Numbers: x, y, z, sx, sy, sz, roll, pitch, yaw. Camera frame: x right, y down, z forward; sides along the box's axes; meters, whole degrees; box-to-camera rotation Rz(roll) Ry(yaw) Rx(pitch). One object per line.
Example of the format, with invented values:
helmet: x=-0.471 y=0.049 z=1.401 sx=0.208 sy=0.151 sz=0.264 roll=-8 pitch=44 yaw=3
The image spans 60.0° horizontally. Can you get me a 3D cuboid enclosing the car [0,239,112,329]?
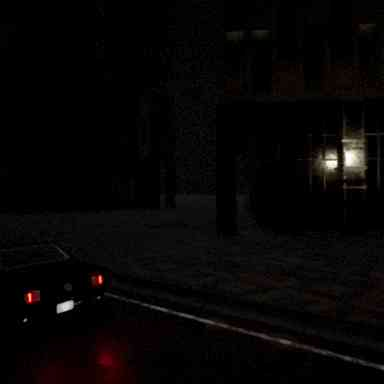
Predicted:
car: x=-3.906 y=1.655 z=6.928 sx=4.718 sy=1.301 sz=1.895 roll=0 pitch=0 yaw=37
